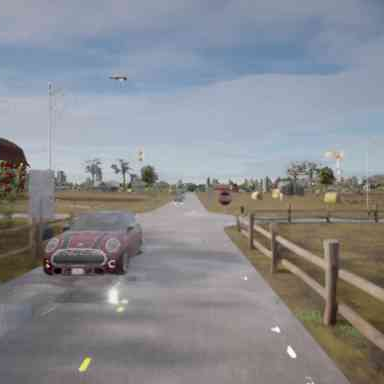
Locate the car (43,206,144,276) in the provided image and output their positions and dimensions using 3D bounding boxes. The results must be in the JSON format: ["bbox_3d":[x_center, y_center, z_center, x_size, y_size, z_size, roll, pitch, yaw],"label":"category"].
[{"bbox_3d":[-2.826,1.378,10.499,2.097,1.767,4.553,0,0,0],"label":"car"}]

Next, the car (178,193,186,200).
[{"bbox_3d":[-2.818,1.149,92.795,2.097,1.767,4.553,0,0,0],"label":"car"}]

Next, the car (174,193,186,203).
[{"bbox_3d":[-2.800,1.487,69.454,2.033,1.411,5.357,0,0,0],"label":"car"}]
